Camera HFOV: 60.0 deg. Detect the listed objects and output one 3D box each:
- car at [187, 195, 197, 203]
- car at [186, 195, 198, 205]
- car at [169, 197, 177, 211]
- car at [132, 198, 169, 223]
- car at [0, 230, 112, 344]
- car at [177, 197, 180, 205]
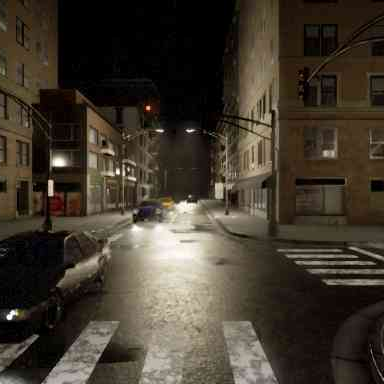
[{"bbox_3d":[0.017,1.446,69.630,2.128,1.511,4.902,0,0,0],"label":"car"},{"bbox_3d":[0.031,1.454,59.266,2.128,1.511,4.902,0,0,0],"label":"car"},{"bbox_3d":[-3.137,1.456,39.760,1.882,1.535,5.008,0,1,0],"label":"car"},{"bbox_3d":[-3.127,1.342,25.064,2.097,1.767,4.553,0,0,0],"label":"car"},{"bbox_3d":[-3.107,1.546,6.984,2.033,1.411,5.357,0,0,0],"label":"car"},{"bbox_3d":[-3.069,1.541,58.789,2.033,1.411,5.357,0,0,0],"label":"car"}]
